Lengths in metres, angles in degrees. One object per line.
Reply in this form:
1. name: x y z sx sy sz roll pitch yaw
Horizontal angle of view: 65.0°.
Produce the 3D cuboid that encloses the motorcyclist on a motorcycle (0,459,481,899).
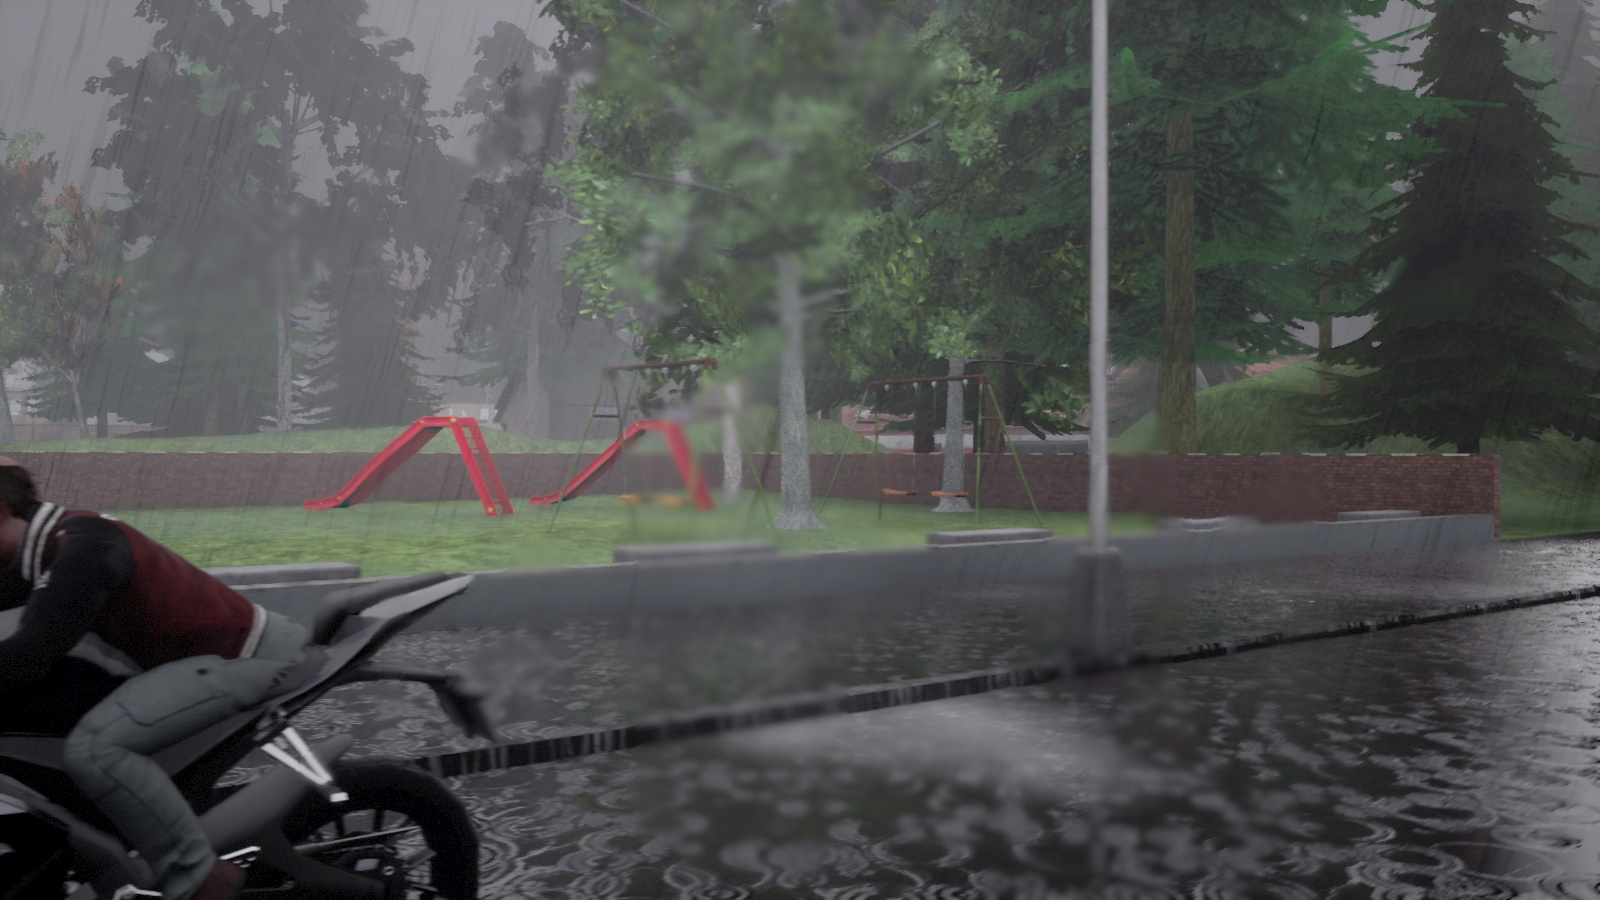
1. motorcyclist on a motorcycle: -1.950 0.792 2.894 2.191 1.530 0.866 0 0 -37
